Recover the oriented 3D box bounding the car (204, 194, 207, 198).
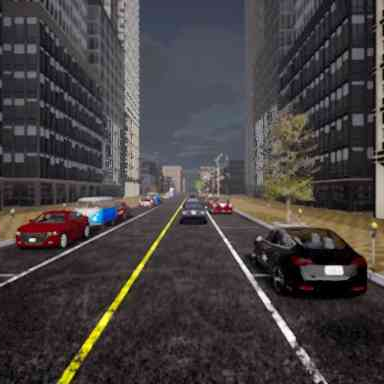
[{"bbox_3d":[2.697,1.283,42.534,1.802,1.307,4.206,0,0,0],"label":"car"}]

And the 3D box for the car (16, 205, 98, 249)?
[{"bbox_3d":[-5.686,1.448,14.089,1.887,1.381,4.507,0,0,0],"label":"car"}]

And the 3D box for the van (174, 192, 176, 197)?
[{"bbox_3d":[-5.678,0.705,88.084,1.690,1.788,3.998,0,0,0],"label":"van"}]

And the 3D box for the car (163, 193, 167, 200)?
[{"bbox_3d":[-5.682,1.183,53.934,1.947,1.339,4.313,0,0,0],"label":"car"}]

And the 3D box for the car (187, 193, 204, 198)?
[{"bbox_3d":[0.105,1.134,42.259,2.033,1.649,4.856,0,1,0],"label":"car"}]

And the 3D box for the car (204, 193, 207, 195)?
[{"bbox_3d":[2.698,1.183,48.396,1.752,1.417,4.829,0,0,0],"label":"car"}]

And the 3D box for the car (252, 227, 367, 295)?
[{"bbox_3d":[2.695,1.508,8.384,1.947,1.339,4.313,0,0,0],"label":"car"}]

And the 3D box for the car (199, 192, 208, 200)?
[{"bbox_3d":[2.701,0.890,76.684,1.967,1.590,4.097,0,0,0],"label":"car"}]

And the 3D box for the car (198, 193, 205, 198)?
[{"bbox_3d":[2.702,0.872,93.760,2.008,1.369,4.403,0,0,0],"label":"car"}]

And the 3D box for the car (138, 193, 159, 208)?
[{"bbox_3d":[-5.683,1.141,42.548,1.967,1.590,4.097,0,0,0],"label":"car"}]

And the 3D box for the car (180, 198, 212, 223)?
[{"bbox_3d":[0.109,1.382,23.922,2.033,1.411,5.357,0,0,0],"label":"car"}]

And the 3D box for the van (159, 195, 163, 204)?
[{"bbox_3d":[-5.681,1.000,48.240,1.690,1.788,3.998,0,0,0],"label":"van"}]

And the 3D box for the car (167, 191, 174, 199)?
[{"bbox_3d":[-5.680,0.976,76.530,1.752,1.417,4.829,0,0,0],"label":"car"}]

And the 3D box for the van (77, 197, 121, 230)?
[{"bbox_3d":[-5.684,1.204,19.780,1.690,1.788,3.998,0,0,0],"label":"van"}]

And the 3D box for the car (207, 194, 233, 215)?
[{"bbox_3d":[2.697,1.223,31.149,1.967,1.590,4.097,0,0,0],"label":"car"}]

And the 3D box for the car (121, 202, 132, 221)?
[{"bbox_3d":[-5.685,1.405,25.474,1.802,1.307,4.206,0,0,0],"label":"car"}]
